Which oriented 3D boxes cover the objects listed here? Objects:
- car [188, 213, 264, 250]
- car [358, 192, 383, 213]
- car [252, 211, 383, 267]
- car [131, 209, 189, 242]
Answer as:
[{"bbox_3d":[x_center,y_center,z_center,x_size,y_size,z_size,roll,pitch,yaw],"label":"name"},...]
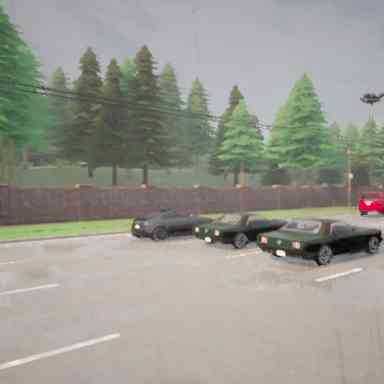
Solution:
[{"bbox_3d":[2.430,1.529,14.075,4.718,1.301,1.895,0,0,-35],"label":"car"},{"bbox_3d":[16.430,1.012,28.404,5.566,2.045,2.150,-1,1,-35],"label":"car"},{"bbox_3d":[4.471,1.529,11.232,4.718,1.301,1.895,0,0,-35],"label":"car"},{"bbox_3d":[-0.811,1.502,16.063,4.181,1.385,1.994,-1,0,-35],"label":"car"}]
